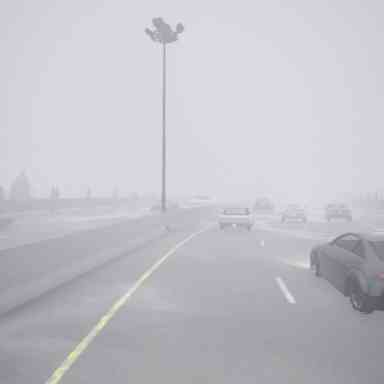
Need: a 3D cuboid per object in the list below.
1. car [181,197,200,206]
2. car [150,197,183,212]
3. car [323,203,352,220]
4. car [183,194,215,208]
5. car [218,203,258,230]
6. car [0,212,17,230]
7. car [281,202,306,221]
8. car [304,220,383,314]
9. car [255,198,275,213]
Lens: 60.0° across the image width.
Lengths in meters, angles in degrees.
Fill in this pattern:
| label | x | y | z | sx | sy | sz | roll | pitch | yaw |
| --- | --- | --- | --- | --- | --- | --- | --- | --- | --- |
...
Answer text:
| label | x | y | z | sx | sy | sz | roll | pitch | yaw |
| --- | --- | --- | --- | --- | --- | --- | --- | --- | --- |
| car | -0.182 | 1.682 | 57.965 | 1.812 | 1.442 | 4.674 | 0 | 0 | 19 |
| car | -3.059 | 1.415 | 38.255 | 2.097 | 1.767 | 4.553 | 0 | 0 | 18 |
| car | 12.167 | 1.630 | 27.959 | 2.033 | 1.411 | 5.357 | 0 | 0 | 18 |
| car | 1.177 | 1.305 | 39.929 | 2.150 | 2.045 | 5.566 | 0 | 0 | 18 |
| car | 2.966 | 1.635 | 21.327 | 1.895 | 1.301 | 4.718 | 0 | 0 | 14 |
| car | -12.165 | 1.573 | 18.464 | 1.895 | 1.301 | 4.718 | 0 | 0 | 11 |
| car | 8.527 | 1.595 | 27.921 | 1.812 | 1.442 | 4.674 | 0 | 0 | 17 |
| car | 4.150 | 1.584 | 7.597 | 1.994 | 1.385 | 4.181 | 0 | 0 | 5 |
| car | 8.534 | 1.460 | 39.237 | 2.097 | 1.767 | 4.553 | 0 | 0 | 18 |
